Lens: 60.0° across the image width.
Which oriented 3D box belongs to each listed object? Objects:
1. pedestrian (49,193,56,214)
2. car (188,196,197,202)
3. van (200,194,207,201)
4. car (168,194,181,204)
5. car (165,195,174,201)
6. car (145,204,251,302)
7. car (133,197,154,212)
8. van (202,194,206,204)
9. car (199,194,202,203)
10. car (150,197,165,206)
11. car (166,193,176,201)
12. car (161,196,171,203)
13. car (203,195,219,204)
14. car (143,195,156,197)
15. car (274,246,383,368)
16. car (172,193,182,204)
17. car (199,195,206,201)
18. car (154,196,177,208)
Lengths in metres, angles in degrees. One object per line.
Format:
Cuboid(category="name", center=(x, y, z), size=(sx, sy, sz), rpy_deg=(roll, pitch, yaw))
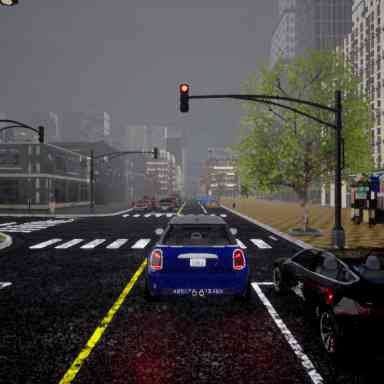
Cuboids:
Cuboid(category="pedestrian", center=(-12.709, 1.039, 30.250), size=(0.375, 1.860, 0.375), rpy_deg=(0, -1, -1))
Cuboid(category="car", center=(0.107, 1.548, 79.251), size=(2.033, 1.411, 5.357), rpy_deg=(0, 0, 0))
Cuboid(category="van", center=(2.806, 1.349, 82.636), size=(1.690, 1.788, 3.998), rpy_deg=(0, 0, 0))
Cuboid(category="car", center=(-3.032, 1.481, 48.556), size=(1.882, 1.535, 5.008), rpy_deg=(0, 0, 0))
Cuboid(category="car", center=(-5.576, 1.559, 82.645), size=(2.008, 1.369, 4.403), rpy_deg=(0, 0, 0))
Cuboid(category="car", center=(0.112, 1.353, 8.417), size=(2.097, 1.767, 4.553), rpy_deg=(0, 0, 0))
Cuboid(category="car", center=(-5.636, 1.585, 38.236), size=(1.802, 1.307, 4.206), rpy_deg=(0, 0, 0))
Cuboid(category="van", center=(2.761, 1.345, 49.330), size=(1.690, 1.788, 3.998), rpy_deg=(0, 0, 0))
Cuboid(category="car", center=(2.774, 1.556, 60.432), size=(2.008, 1.369, 4.403), rpy_deg=(0, 0, 0))
Cuboid(category="car", center=(-5.613, 1.555, 54.890), size=(2.008, 1.369, 4.403), rpy_deg=(0, 0, 0))
Cuboid(category="car", center=(-5.568, 1.324, 88.196), size=(2.192, 1.841, 5.009), rpy_deg=(0, 0, 0))
Cuboid(category="car", center=(-5.591, 1.532, 71.373), size=(1.752, 1.417, 4.829), rpy_deg=(0, 0, 0))
Cuboid(category="car", center=(2.752, 1.528, 43.948), size=(1.752, 1.417, 4.829), rpy_deg=(0, 0, 0))
Cuboid(category="car", center=(-5.627, 1.318, 43.787), size=(2.192, 1.841, 5.009), rpy_deg=(0, 0, 0))
Cuboid(category="car", center=(2.701, 1.566, 5.749), size=(1.947, 1.339, 4.313), rpy_deg=(0, 0, 0))
Cuboid(category="car", center=(-2.981, 1.225, 61.434), size=(2.150, 2.045, 5.566), rpy_deg=(0, 0, 0))
Cuboid(category="car", center=(2.812, 1.534, 88.357), size=(1.752, 1.417, 4.829), rpy_deg=(0, 0, 0))
Cuboid(category="car", center=(-3.041, 1.528, 38.522), size=(1.812, 1.442, 4.674), rpy_deg=(0, 0, -2))
